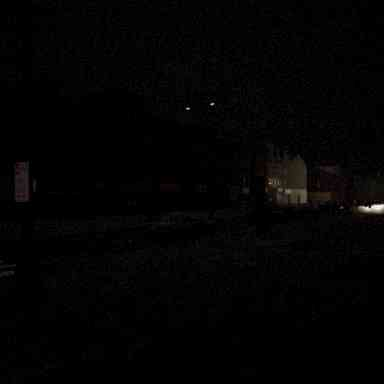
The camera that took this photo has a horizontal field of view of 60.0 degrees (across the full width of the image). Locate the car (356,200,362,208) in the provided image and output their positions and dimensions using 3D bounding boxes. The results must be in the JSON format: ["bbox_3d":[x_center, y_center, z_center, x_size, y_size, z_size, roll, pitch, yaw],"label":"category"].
[{"bbox_3d":[25.488,2.011,53.491,2.008,1.369,4.403,-1,-1,35],"label":"car"}]

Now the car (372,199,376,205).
[{"bbox_3d":[35.238,2.209,67.266,1.887,1.381,4.507,-1,-2,35],"label":"car"}]

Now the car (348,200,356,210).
[{"bbox_3d":[22.238,1.950,48.900,2.008,1.369,4.403,-1,-1,35],"label":"car"}]

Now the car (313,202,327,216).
[{"bbox_3d":[12.488,1.819,35.124,1.802,1.307,4.206,-1,-1,35],"label":"car"}]

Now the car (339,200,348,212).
[{"bbox_3d":[18.987,1.782,44.310,1.967,1.590,4.097,-1,-1,35],"label":"car"}]

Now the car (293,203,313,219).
[{"bbox_3d":[9.237,1.741,30.533,2.008,1.369,4.403,-1,-1,35],"label":"car"}]

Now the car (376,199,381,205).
[{"bbox_3d":[44.988,2.458,81.039,2.008,1.369,4.403,-2,-2,35],"label":"car"}]

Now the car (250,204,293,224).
[{"bbox_3d":[5.987,1.713,25.941,1.947,1.339,4.313,-1,-1,35],"label":"car"}]

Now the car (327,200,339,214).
[{"bbox_3d":[15.737,1.832,39.716,1.887,1.381,4.507,-1,-1,35],"label":"car"}]

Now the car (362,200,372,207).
[{"bbox_3d":[31.989,2.144,62.675,2.008,1.369,4.403,-1,-1,35],"label":"car"}]

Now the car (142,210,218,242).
[{"bbox_3d":[-0.415,1.597,16.896,1.752,1.417,4.829,-1,-1,35],"label":"car"}]
